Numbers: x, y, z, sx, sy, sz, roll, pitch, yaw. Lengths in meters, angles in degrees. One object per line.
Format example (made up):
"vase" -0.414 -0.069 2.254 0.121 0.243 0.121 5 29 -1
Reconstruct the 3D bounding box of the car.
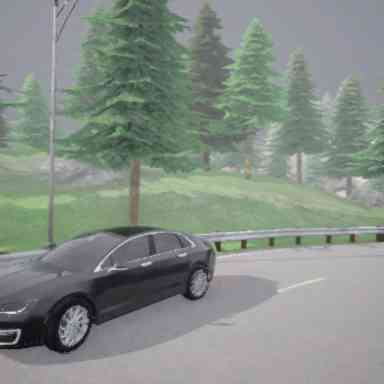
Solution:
"car" -1.427 1.434 6.247 1.837 1.490 4.892 0 -1 38
